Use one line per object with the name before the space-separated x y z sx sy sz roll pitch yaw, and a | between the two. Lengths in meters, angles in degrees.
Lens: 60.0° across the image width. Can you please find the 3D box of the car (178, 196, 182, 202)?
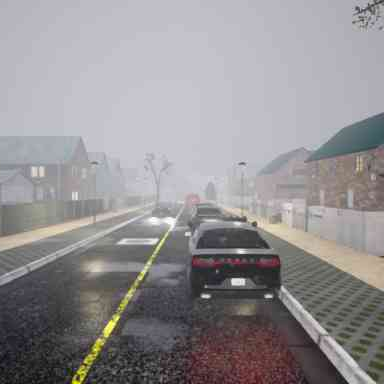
car | -2.589 1.727 86.896 2.128 1.511 4.902 0 0 0

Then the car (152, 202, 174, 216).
car | -2.790 1.627 32.586 1.895 1.301 4.718 0 0 0

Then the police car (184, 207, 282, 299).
police car | 0.840 1.424 8.598 1.930 1.638 5.238 0 0 0

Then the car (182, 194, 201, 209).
car | 0.121 1.281 46.803 2.150 2.045 5.566 0 0 1

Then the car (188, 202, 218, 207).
car | 0.859 1.512 18.489 1.837 1.490 4.892 0 0 0

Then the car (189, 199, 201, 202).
car | 0.869 1.519 24.490 1.837 1.490 4.892 0 0 0

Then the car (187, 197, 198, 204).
car | 0.121 1.677 66.029 2.033 1.411 5.357 0 0 0
